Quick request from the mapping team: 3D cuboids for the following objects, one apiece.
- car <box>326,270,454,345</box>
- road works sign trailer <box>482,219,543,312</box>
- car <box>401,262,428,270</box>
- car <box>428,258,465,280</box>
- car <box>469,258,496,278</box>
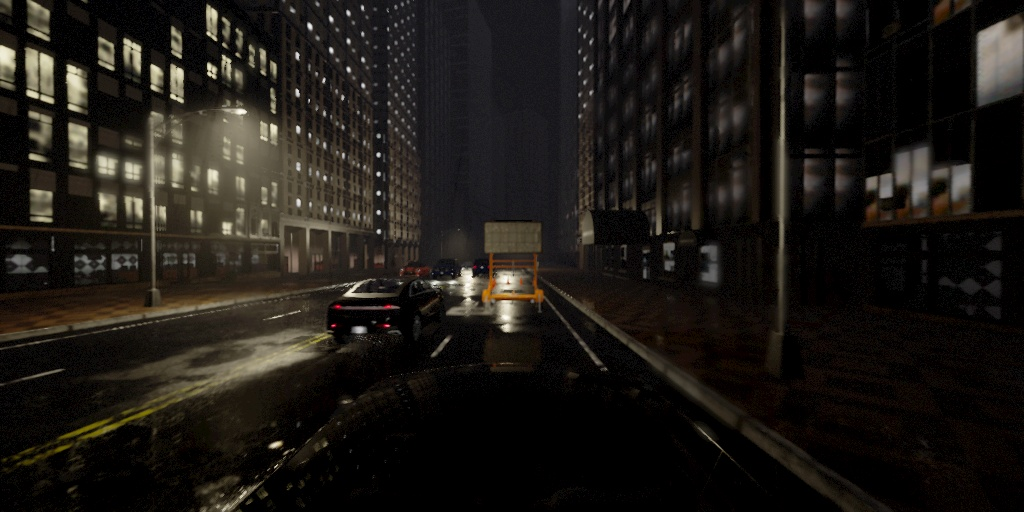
[{"bbox_3d":[-3.116,1.308,9.758,2.128,1.511,4.902,0,0,0],"label":"car"},{"bbox_3d":[0.057,0.313,14.664,2.380,3.560,2.880,0,0,1],"label":"road works sign trailer"},{"bbox_3d":[-9.727,1.379,36.124,2.097,1.767,4.553,0,0,0],"label":"car"},{"bbox_3d":[-6.478,1.244,36.002,2.150,2.045,5.566,0,-1,0],"label":"car"},{"bbox_3d":[-3.022,1.261,39.009,2.150,2.045,5.566,0,0,0],"label":"car"}]
